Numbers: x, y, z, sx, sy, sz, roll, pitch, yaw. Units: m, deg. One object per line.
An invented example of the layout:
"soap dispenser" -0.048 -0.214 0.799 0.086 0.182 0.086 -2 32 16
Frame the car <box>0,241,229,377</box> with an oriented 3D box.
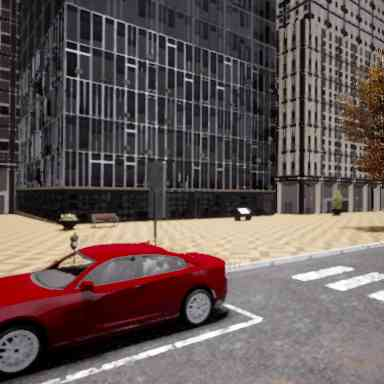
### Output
"car" -1.418 1.566 5.549 4.507 1.381 1.887 1 0 -35
